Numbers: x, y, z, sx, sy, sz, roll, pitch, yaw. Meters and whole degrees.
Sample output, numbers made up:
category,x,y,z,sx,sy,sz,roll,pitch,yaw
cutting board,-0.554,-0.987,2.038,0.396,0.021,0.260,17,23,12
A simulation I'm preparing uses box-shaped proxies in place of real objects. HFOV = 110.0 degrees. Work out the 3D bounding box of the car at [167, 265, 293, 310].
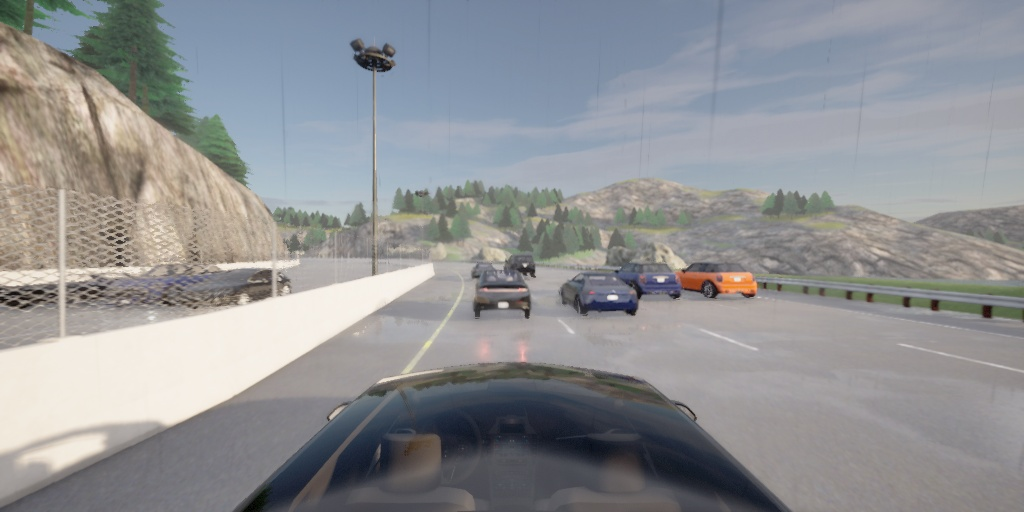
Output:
category,x,y,z,sx,sy,sz,roll,pitch,yaw
car,-11.135,1.264,14.960,1.837,1.490,4.892,0,0,-4

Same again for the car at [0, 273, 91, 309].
category,x,y,z,sx,sy,sz,roll,pitch,yaw
car,-18.169,1.376,15.396,1.895,1.301,4.718,0,0,-5

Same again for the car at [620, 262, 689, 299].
category,x,y,z,sx,sy,sz,roll,pitch,yaw
car,6.236,1.056,17.561,2.097,1.767,4.553,0,0,-5

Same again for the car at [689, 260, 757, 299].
category,x,y,z,sx,sy,sz,roll,pitch,yaw
car,9.726,1.046,17.867,2.097,1.767,4.553,0,0,-5

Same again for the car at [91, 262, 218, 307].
category,x,y,z,sx,sy,sz,roll,pitch,yaw
car,-14.688,1.116,15.691,2.097,1.767,4.553,0,0,-5

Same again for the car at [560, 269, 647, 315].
category,x,y,z,sx,sy,sz,roll,pitch,yaw
car,3.073,1.284,13.382,1.994,1.385,4.181,0,0,-3

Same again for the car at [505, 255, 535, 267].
category,x,y,z,sx,sy,sz,roll,pitch,yaw
car,0.658,0.913,33.279,2.150,2.045,5.566,0,0,-10

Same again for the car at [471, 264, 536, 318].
category,x,y,z,sx,sy,sz,roll,pitch,yaw
car,-0.399,1.222,12.888,2.128,1.511,4.902,0,0,-3

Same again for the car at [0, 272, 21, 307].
category,x,y,z,sx,sy,sz,roll,pitch,yaw
car,-21.533,1.353,12.954,1.994,1.385,4.181,0,0,-4
